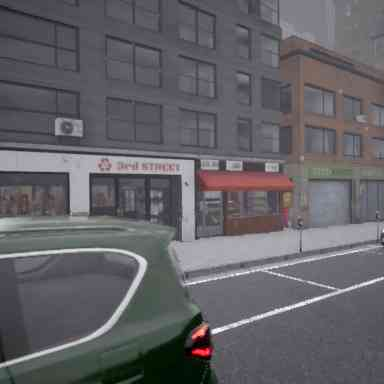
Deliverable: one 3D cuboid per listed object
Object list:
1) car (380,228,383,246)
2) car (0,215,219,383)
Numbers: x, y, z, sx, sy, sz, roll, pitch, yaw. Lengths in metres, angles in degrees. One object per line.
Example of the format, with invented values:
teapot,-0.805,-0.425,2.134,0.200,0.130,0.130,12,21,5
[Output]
car,9.306,1.439,13.307,4.097,1.590,1.967,0,-1,-36
car,-2.405,1.222,1.665,5.566,2.045,2.150,0,0,-36
